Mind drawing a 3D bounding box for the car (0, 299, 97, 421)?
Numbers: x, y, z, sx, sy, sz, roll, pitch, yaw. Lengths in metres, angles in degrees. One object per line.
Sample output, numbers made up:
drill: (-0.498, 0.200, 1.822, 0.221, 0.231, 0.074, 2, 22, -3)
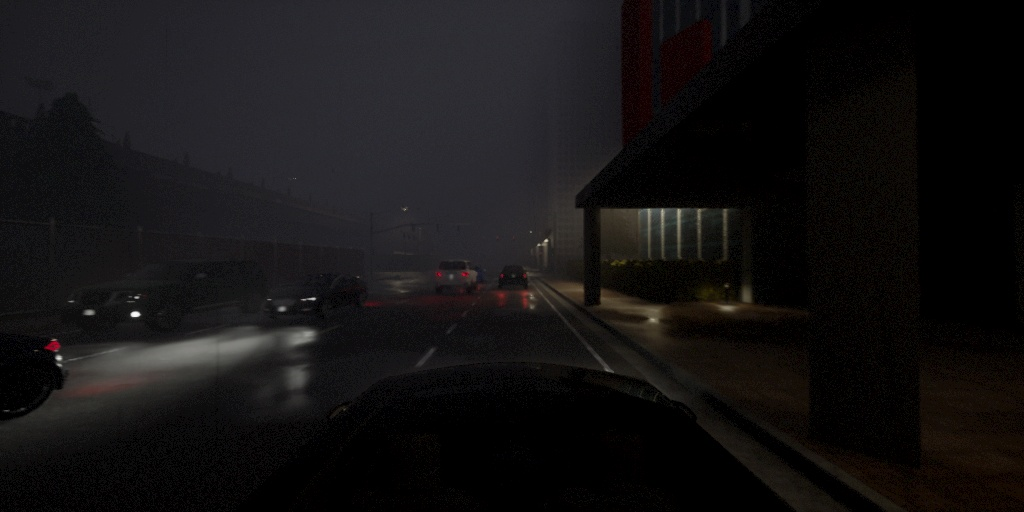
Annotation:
car: (-7.094, 1.333, 3.126, 1.994, 1.385, 4.181, 0, -1, 0)

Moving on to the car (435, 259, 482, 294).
car: (-3.422, 1.245, 22.915, 2.150, 2.045, 5.566, 0, -1, 0)

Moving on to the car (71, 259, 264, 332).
car: (-10.581, 1.102, 11.757, 2.150, 2.045, 5.566, 0, -1, 0)

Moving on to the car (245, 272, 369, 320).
car: (-7.074, 1.394, 13.505, 2.128, 1.511, 4.902, 0, -1, 0)

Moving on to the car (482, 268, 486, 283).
car: (-3.454, 1.626, 32.649, 1.882, 1.535, 5.008, 0, -1, 1)

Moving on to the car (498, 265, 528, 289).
car: (0.097, 1.423, 26.635, 2.097, 1.767, 4.553, 0, -1, 0)
